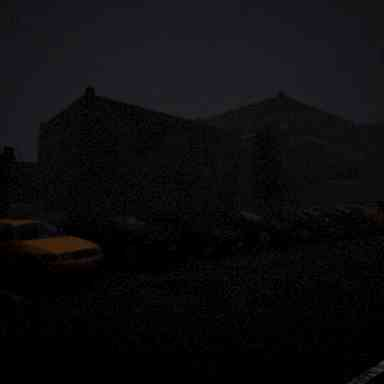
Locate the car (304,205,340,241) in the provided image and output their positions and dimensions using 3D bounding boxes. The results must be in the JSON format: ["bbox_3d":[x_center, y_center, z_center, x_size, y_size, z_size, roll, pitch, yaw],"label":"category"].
[{"bbox_3d":[4.490,1.510,16.824,4.892,1.521,2.231,-1,-1,34],"label":"car"}]

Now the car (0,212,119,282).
[{"bbox_3d":[-4.839,1.472,9.794,5.366,1.575,1.946,-1,-1,34],"label":"car"}]

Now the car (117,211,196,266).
[{"bbox_3d":[-2.630,1.485,11.640,5.008,1.535,2.097,-1,-1,34],"label":"car"}]

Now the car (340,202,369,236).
[{"bbox_3d":[6.863,1.517,18.547,4.892,1.521,2.231,-1,-1,34],"label":"car"}]

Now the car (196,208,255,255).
[{"bbox_3d":[-0.232,1.522,13.349,4.792,1.488,2.163,-1,-1,34],"label":"car"}]

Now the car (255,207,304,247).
[{"bbox_3d":[2.111,1.501,15.105,5.008,1.535,2.097,-1,-1,34],"label":"car"}]

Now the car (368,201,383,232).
[{"bbox_3d":[9.238,1.524,20.276,5.008,1.535,2.097,-1,-1,34],"label":"car"}]
